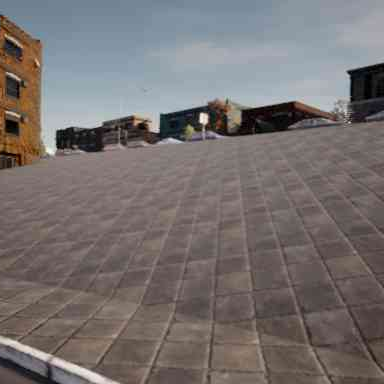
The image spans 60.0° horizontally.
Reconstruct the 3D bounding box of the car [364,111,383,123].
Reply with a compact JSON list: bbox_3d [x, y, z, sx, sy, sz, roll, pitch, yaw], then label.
[{"bbox_3d":[12.986,-4.322,19.966,2.231,1.521,4.892,0,2,-44],"label":"car"}]

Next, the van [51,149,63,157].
[{"bbox_3d":[-21.350,-6.125,55.668,1.878,1.987,4.442,0,2,-44],"label":"van"}]

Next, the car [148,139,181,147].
[{"bbox_3d":[-2.229,-5.008,35.779,2.002,1.452,4.674,0,2,-44],"label":"car"}]

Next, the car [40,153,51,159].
[{"bbox_3d":[-25.264,-6.018,59.740,2.002,1.452,4.674,0,1,-44],"label":"car"}]

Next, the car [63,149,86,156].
[{"bbox_3d":[-17.616,-5.740,51.783,2.231,1.521,4.892,0,2,-44],"label":"car"}]

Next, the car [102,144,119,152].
[{"bbox_3d":[-9.981,-5.531,43.843,2.185,1.767,4.553,0,2,-44],"label":"car"}]

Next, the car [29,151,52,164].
[{"bbox_3d":[-29.061,-6.458,63.689,2.435,2.045,5.566,0,1,-44],"label":"car"}]

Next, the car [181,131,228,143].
[{"bbox_3d":[1.580,-4.997,31.817,2.185,1.767,4.553,0,2,-44],"label":"car"}]

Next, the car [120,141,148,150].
[{"bbox_3d":[-6.157,-5.357,39.865,2.185,1.767,4.553,0,2,-44],"label":"car"}]

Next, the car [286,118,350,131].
[{"bbox_3d":[9.157,-4.515,23.937,2.231,1.521,4.892,0,2,-44],"label":"car"}]
